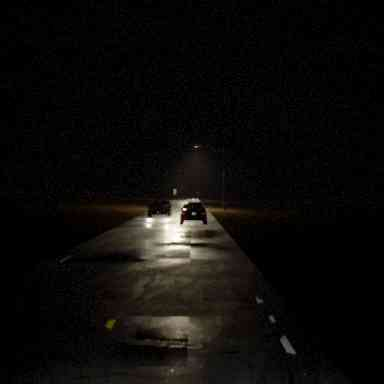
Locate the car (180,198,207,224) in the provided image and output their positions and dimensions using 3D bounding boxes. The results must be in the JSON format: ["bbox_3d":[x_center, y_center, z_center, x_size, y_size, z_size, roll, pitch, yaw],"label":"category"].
[{"bbox_3d":[0.095,1.429,23.771,2.033,1.411,5.357,0,0,0],"label":"car"}]

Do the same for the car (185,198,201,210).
[{"bbox_3d":[0.092,1.438,41.955,1.895,1.301,4.718,0,0,0],"label":"car"}]

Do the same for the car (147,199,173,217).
[{"bbox_3d":[-2.768,1.371,29.466,1.837,1.490,4.892,0,0,0],"label":"car"}]
